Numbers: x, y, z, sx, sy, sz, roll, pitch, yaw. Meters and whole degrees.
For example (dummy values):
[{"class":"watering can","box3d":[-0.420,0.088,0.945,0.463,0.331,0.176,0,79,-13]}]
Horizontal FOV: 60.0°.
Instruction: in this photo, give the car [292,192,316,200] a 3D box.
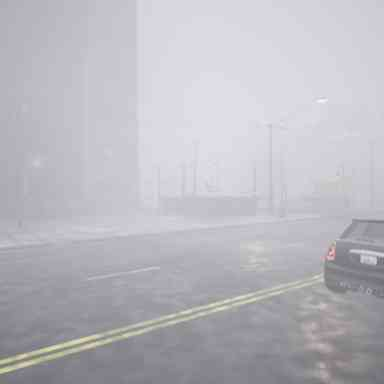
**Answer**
[{"class":"car","box3d":[21.898,0.710,64.923,4.674,1.452,2.002,-1,1,-36]}]

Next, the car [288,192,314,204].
[{"class":"car","box3d":[14.979,0.758,45.865,4.553,1.767,2.185,-1,1,-36]}]

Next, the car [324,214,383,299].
[{"class":"car","box3d":[4.995,1.247,7.352,4.553,1.767,2.097,-1,1,-35]}]

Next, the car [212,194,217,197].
[{"class":"car","box3d":[4.253,1.082,60.445,4.718,1.301,1.895,-1,1,-36]}]

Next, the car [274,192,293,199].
[{"class":"car","box3d":[18.994,0.743,68.926,3.806,1.475,1.970,-1,1,-36]}]
